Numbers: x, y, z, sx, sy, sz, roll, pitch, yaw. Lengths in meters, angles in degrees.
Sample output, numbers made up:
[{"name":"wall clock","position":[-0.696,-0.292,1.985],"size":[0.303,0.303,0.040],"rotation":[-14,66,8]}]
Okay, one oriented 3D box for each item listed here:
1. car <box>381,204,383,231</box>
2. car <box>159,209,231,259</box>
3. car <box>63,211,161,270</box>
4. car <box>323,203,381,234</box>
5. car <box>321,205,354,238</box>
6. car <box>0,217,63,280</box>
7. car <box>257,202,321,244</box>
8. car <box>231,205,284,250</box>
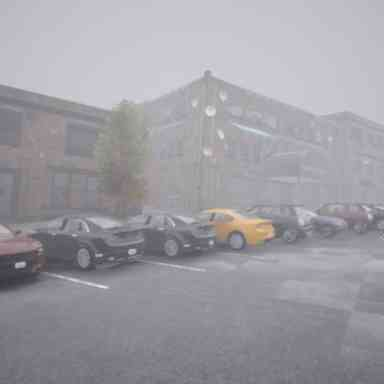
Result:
[{"name":"car","position":[10.585,1.557,21.210],"size":[5.008,1.535,2.097],"rotation":[-1,-1,34]},{"name":"car","position":[-1.333,1.488,12.647],"size":[4.892,1.521,2.231],"rotation":[-1,-1,34]},{"name":"car","position":[-3.713,1.482,10.933],"size":[4.892,1.521,2.231],"rotation":[-1,-1,34]},{"name":"car","position":[8.215,1.408,19.487],"size":[4.553,1.767,2.185],"rotation":[-1,-1,34]},{"name":"car","position":[5.812,1.555,17.804],"size":[4.674,1.452,2.002],"rotation":[-1,-1,34]},{"name":"car","position":[-6.098,1.474,9.224],"size":[5.008,1.535,2.097],"rotation":[-1,-1,34]},{"name":"car","position":[3.450,1.377,16.067],"size":[4.553,1.767,2.185],"rotation":[-1,-1,34]},{"name":"car","position":[1.048,1.493,14.367],"size":[5.008,1.535,2.097],"rotation":[-1,-1,34]}]
